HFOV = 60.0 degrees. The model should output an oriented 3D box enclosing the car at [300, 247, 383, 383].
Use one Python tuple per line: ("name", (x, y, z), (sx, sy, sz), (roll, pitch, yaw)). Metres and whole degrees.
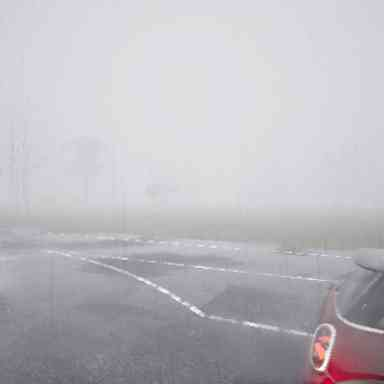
("car", (3.264, 1.339, 2.545), (4.553, 1.767, 2.097), (0, 0, 27))
